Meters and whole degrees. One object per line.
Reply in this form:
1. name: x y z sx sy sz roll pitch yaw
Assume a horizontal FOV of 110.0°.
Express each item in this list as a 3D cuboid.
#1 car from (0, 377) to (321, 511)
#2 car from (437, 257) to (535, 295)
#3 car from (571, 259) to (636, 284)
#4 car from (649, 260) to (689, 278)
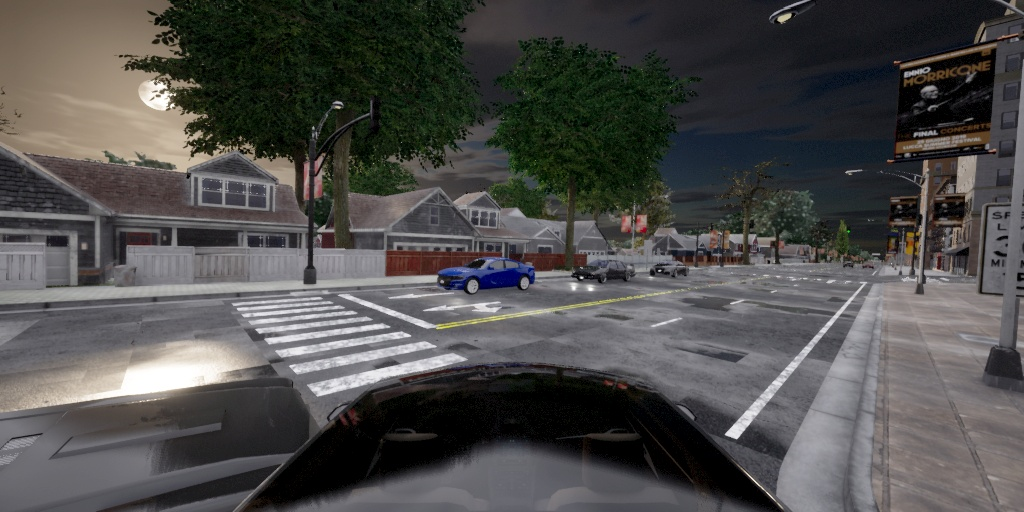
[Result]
1. car: -3.315 1.284 1.331 4.718 1.301 1.895 1 2 -34
2. car: -1.066 0.802 16.509 5.008 1.535 1.882 0 2 -44
3. car: 6.125 0.936 23.403 5.357 1.411 2.033 0 2 -44
4. car: 13.346 1.020 30.299 4.181 1.385 1.994 1 2 -44
